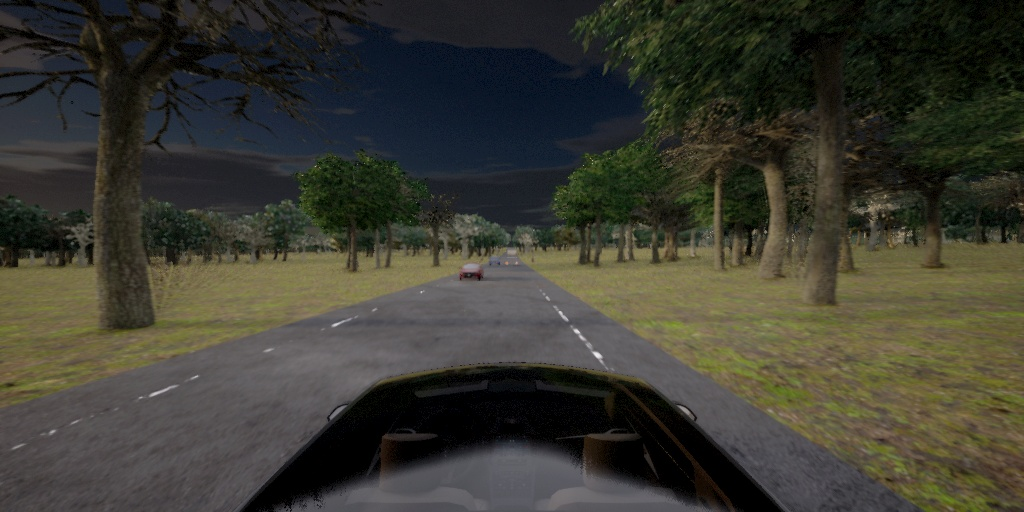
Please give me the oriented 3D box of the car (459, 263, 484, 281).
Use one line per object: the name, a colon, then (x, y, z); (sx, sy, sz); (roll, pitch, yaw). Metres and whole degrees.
car: (-3.587, 1.354, 32.372); (1.882, 1.535, 5.008); (0, 0, 0)
